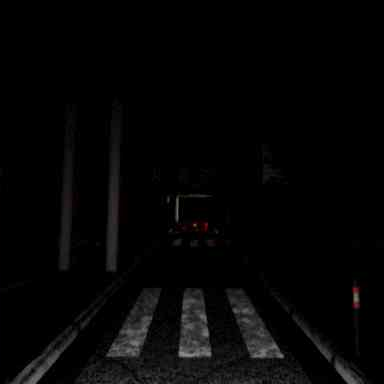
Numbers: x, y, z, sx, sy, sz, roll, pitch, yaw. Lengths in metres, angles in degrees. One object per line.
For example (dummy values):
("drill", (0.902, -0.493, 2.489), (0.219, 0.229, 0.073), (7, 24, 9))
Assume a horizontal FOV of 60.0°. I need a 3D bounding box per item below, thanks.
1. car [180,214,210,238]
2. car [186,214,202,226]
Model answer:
("car", (0.206, 2.415, 25.198), (2.097, 1.767, 4.553), (1, -3, 0))
("car", (0.269, 3.572, 42.985), (1.882, 1.535, 5.008), (1, -4, 0))
